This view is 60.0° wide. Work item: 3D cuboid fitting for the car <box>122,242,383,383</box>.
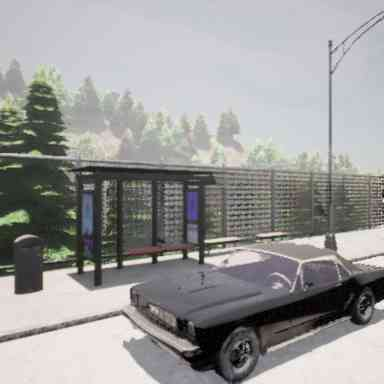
[{"bbox_3d":[1.313,1.603,5.544,4.718,1.301,1.895,0,0,-36],"label":"car"}]
